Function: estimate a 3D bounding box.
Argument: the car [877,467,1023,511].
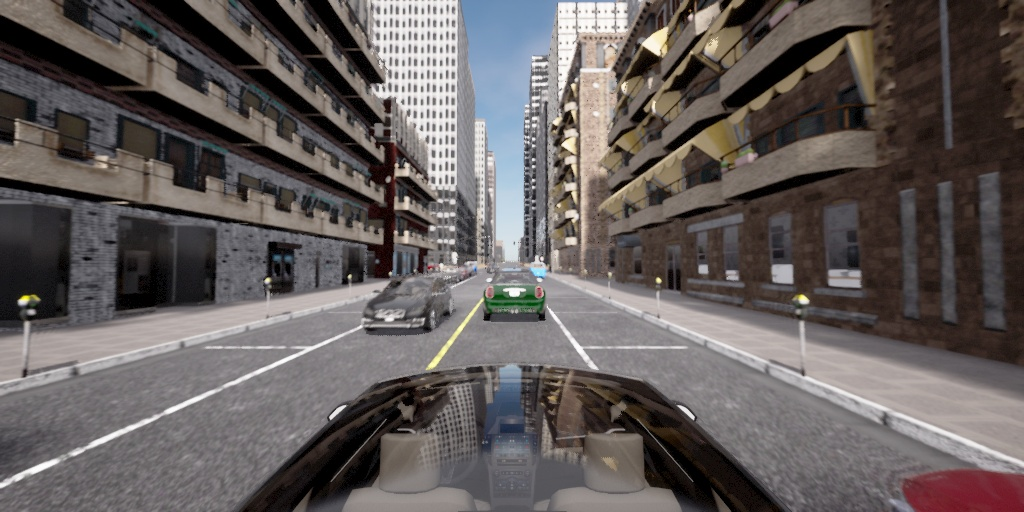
[{"bbox_3d":[2.691,1.311,0.112,1.802,1.307,4.207,0,0,0],"label":"car"}]

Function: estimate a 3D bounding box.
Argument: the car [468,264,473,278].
[{"bbox_3d":[-5.645,1.814,38.841,1.802,1.307,4.207,0,0,0],"label":"car"}]

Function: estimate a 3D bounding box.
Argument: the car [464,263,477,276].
[{"bbox_3d":[-5.643,1.870,44.380,1.948,1.339,4.313,0,0,0],"label":"car"}]

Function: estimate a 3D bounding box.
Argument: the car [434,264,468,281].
[{"bbox_3d":[-5.647,1.711,33.301,2.007,1.370,4.403,0,0,0],"label":"car"}]

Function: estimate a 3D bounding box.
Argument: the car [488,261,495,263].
[{"bbox_3d":[-2.983,2.018,56.296,1.837,1.490,4.892,0,-1,0],"label":"car"}]

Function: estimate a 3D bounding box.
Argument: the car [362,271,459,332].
[{"bbox_3d":[-3.097,1.382,11.494,1.837,1.490,4.892,0,-1,0],"label":"car"}]

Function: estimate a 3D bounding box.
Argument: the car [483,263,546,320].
[{"bbox_3d":[0.089,1.255,13.578,2.097,1.767,4.553,0,-1,0],"label":"car"}]
